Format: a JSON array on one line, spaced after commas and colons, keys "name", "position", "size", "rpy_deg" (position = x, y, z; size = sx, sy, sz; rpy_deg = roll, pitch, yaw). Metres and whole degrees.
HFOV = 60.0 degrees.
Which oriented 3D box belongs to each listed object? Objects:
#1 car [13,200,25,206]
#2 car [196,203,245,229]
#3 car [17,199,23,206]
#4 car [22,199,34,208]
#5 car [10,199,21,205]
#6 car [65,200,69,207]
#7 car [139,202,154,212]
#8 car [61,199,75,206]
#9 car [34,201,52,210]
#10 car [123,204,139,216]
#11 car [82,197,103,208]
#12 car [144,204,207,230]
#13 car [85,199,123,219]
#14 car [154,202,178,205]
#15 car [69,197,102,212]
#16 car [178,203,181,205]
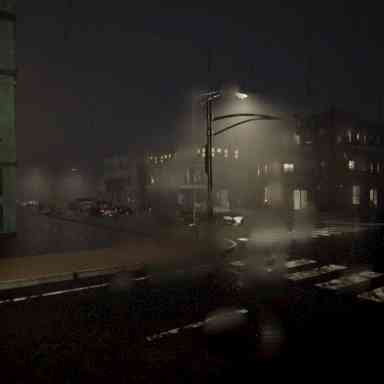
[{"name": "car", "position": [-41.411, 2.547, 79.613], "size": [2.008, 1.369, 4.403], "rpy_deg": [-1, 0, -36]}, {"name": "car", "position": [1.668, 1.698, 23.816], "size": [2.128, 1.511, 4.902], "rpy_deg": [-1, 0, -34]}, {"name": "car", "position": [-38.194, 2.380, 75.109], "size": [1.967, 1.590, 4.097], "rpy_deg": [-1, 0, -36]}, {"name": "car", "position": [-31.754, 2.376, 66.104], "size": [2.008, 1.369, 4.403], "rpy_deg": [-1, 0, -36]}, {"name": "car", "position": [-44.629, 2.598, 84.115], "size": [1.887, 1.381, 4.507], "rpy_deg": [-1, 0, -36]}, {"name": "car", "position": [-21.440, 2.230, 61.646], "size": [1.994, 1.385, 4.181], "rpy_deg": [-1, 0, -36]}, {"name": "car", "position": [-5.623, 1.966, 43.961], "size": [1.802, 1.307, 4.206], "rpy_deg": [-2, 0, -36]}, {"name": "car", "position": [-28.156, 2.364, 75.482], "size": [1.947, 1.339, 4.313], "rpy_deg": [-1, 0, -36]}, {"name": "car", "position": [-25.218, 2.233, 56.959], "size": [1.752, 1.417, 4.829], "rpy_deg": [-1, 0, -36]}, {"name": "car", "position": [-8.254, 2.003, 37.708], "size": [1.895, 1.301, 4.718], "rpy_deg": [-1, 0, -36]}, {"name": "car", "position": [-18.505, 1.940, 61.972], "size": [2.192, 1.841, 5.009], "rpy_deg": [-1, 0, -36]}, {"name": "car", "position": [-1.250, 1.814, 23.224], "size": [1.947, 1.339, 4.313], "rpy_deg": [-2, 0, -36]}, {"name": "car", "position": [-9.224, 1.846, 34.583], "size": [1.967, 1.590, 4.097], "rpy_deg": [-1, 0, -36]}, {"name": "car", "position": [-2.405, 1.904, 39.459], "size": [1.802, 1.307, 4.206], "rpy_deg": [-2, 0, -36]}, {"name": "car", "position": [-15.363, 1.761, 47.717], "size": [2.150, 2.045, 5.566], "rpy_deg": [-1, 0, -35]}, {"name": "car", "position": [0.813, 1.809, 34.955], "size": [2.008, 1.369, 4.403], "rpy_deg": [-2, 0, -36]}]
